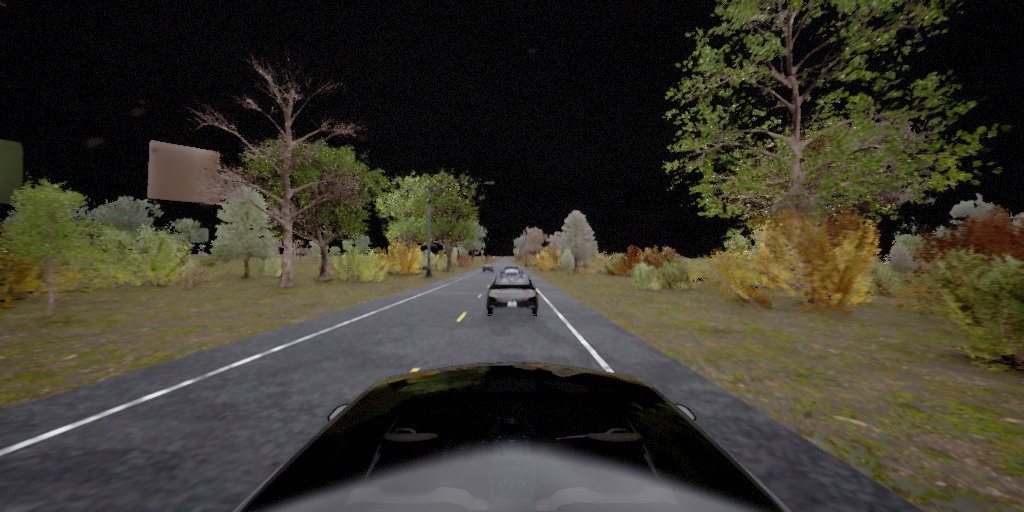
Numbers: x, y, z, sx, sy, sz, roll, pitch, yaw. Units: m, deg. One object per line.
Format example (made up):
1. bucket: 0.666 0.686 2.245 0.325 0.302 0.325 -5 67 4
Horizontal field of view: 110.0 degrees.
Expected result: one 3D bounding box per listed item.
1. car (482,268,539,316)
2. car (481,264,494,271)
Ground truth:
1. car: 0.026 1.404 14.204 2.128 1.511 4.902 0 -1 0
2. car: -3.899 1.990 58.635 2.033 1.411 5.357 0 -1 0
